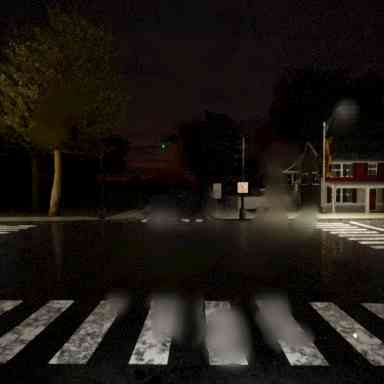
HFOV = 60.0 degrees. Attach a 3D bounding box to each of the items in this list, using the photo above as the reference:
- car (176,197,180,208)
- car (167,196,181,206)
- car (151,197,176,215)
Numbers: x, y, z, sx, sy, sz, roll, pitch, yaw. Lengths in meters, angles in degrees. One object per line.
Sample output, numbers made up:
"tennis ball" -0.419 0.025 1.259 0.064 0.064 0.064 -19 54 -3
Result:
"car" -2.923 1.461 44.069 1.837 1.490 4.892 0 0 0
"car" -2.876 1.484 54.698 2.033 1.411 5.357 0 0 0
"car" -2.965 1.448 33.767 1.882 1.535 5.008 0 0 0
